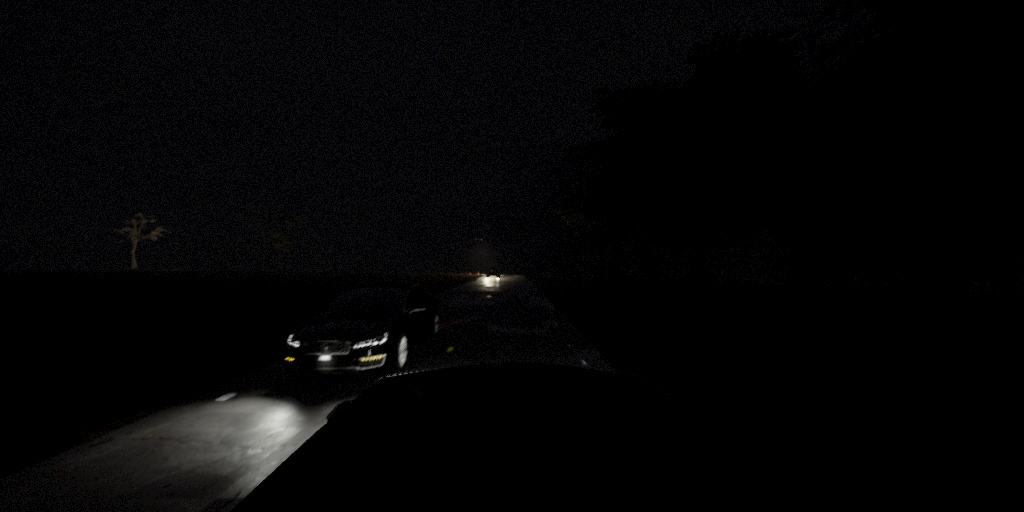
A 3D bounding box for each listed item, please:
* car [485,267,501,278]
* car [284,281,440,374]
[{"bbox_3d":[-2.697,2.372,51.203,1.837,1.490,4.892,0,-2,1],"label":"car"},{"bbox_3d":[-2.848,1.340,7.903,1.837,1.490,4.892,0,-1,0],"label":"car"}]
